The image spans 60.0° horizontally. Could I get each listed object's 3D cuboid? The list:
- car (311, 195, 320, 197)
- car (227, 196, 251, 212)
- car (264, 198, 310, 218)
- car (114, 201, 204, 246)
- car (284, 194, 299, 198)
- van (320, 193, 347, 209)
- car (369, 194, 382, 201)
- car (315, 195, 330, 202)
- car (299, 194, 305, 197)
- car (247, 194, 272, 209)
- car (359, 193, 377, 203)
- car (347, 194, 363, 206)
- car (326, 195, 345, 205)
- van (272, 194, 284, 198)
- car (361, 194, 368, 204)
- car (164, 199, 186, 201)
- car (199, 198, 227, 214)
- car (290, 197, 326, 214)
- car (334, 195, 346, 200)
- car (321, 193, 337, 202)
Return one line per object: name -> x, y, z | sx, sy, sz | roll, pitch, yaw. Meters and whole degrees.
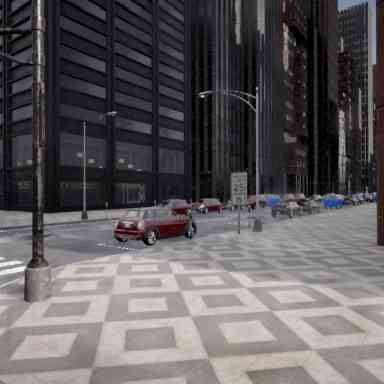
car -> 24.316, 1.307, 65.731 | 1.967, 1.590, 4.097 | 0, 0, 36
car -> 4.662, 1.482, 38.410 | 2.008, 1.369, 4.403 | 0, 0, 36
car -> 8.317, 1.464, 28.892 | 2.008, 1.369, 4.403 | 0, 0, 36
car -> -1.510, 1.393, 15.233 | 1.967, 1.590, 4.097 | 0, 0, 36
car -> 14.489, 1.211, 52.070 | 2.192, 1.841, 5.009 | 0, 0, 36
van -> 18.143, 1.218, 42.552 | 1.690, 1.788, 3.998 | 0, 0, 36
car -> 41.073, 1.250, 74.425 | 1.967, 1.590, 4.097 | 0, 0, 36
car -> 27.593, 1.408, 70.285 | 2.008, 1.369, 4.403 | 0, 0, 36
car -> 17.764, 1.201, 56.623 | 2.192, 1.841, 5.009 | 0, 0, 36
car -> 7.937, 1.234, 42.963 | 2.192, 1.841, 5.009 | 0, 0, 36
car -> 34.522, 1.372, 65.318 | 1.887, 1.381, 4.507 | 0, 0, 36
car -> 24.695, 1.421, 51.658 | 1.947, 1.339, 4.313 | 0, 0, 36
car -> 23.797, 1.339, 54.970 | 1.882, 1.535, 5.008 | 0, 0, 36
van -> 11.212, 1.248, 47.516 | 1.690, 1.788, 3.998 | 0, 0, 36
car -> 27.970, 1.411, 56.212 | 1.947, 1.339, 4.313 | 0, 0, 36
car -> -1.890, 1.397, 29.302 | 1.967, 1.590, 4.097 | 0, 0, 36
car -> 1.386, 1.384, 33.856 | 1.967, 1.590, 4.097 | 0, 0, 36
car -> 11.592, 1.466, 33.445 | 1.947, 1.339, 4.313 | 0, 0, 36
car -> 37.420, 1.399, 83.945 | 1.947, 1.339, 4.313 | 0, 0, 36
car -> 30.868, 1.164, 74.838 | 2.192, 1.841, 5.009 | 0, 0, 36
